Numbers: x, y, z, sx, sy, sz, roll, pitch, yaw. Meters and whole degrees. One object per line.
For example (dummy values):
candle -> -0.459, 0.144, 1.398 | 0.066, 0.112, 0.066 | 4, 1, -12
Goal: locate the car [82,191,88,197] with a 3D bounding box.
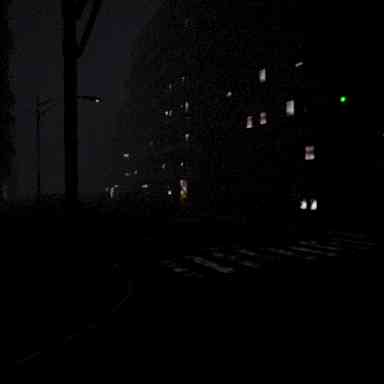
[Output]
car -> -19.034, 0.949, 63.077 | 1.887, 1.381, 4.507 | 0, 0, -26

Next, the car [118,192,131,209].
car -> -7.239, 0.944, 39.426 | 2.192, 1.841, 5.009 | 0, 0, -27

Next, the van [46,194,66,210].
van -> -13.952, 1.050, 34.928 | 1.690, 1.788, 3.998 | 0, 0, -27

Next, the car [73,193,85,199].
car -> -26.229, 0.839, 77.202 | 1.947, 1.339, 4.313 | 0, 0, -26

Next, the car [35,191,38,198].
car -> -37.449, 0.581, 82.057 | 2.192, 1.841, 5.009 | 0, 0, -26

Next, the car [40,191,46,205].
car -> -21.079, 1.014, 49.084 | 1.967, 1.590, 4.097 | 0, 0, -26

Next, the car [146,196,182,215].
car -> -2.334, 1.304, 30.022 | 1.802, 1.307, 4.206 | 0, 0, -28

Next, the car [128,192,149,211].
car -> -4.809, 1.116, 34.706 | 1.967, 1.590, 4.097 | 0, 0, -27

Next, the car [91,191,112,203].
car -> -14.323, 0.808, 53.615 | 2.192, 1.841, 5.009 | 0, 0, -26

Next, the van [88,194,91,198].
van -> -16.678, 0.790, 58.345 | 1.690, 1.788, 3.998 | 0, 0, -26

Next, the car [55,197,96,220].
car -> -9.061, 1.344, 25.585 | 1.887, 1.381, 4.507 | 0, 0, -29

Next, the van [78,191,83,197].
van -> -23.873, 0.658, 72.470 | 1.690, 1.788, 3.998 | 0, 0, -26

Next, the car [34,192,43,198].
car -> -39.996, 0.773, 86.831 | 2.008, 1.369, 4.403 | 0, 0, -27
